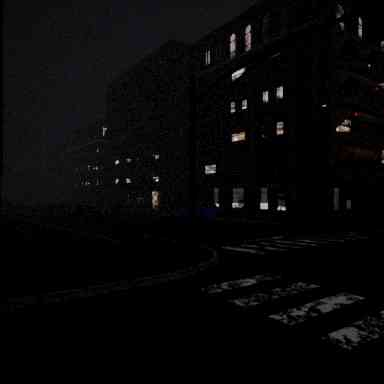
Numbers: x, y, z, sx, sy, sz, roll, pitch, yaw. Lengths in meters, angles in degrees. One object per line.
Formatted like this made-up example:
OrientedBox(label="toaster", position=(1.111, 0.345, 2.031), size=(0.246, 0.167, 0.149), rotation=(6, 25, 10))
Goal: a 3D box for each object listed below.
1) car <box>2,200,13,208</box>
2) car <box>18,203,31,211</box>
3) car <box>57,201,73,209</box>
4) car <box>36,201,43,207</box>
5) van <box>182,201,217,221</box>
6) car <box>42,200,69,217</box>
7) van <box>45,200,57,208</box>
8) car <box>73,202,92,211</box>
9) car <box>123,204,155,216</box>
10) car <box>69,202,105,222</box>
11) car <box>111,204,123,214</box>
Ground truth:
OrientedBox(label="car", position=(-42.577, 2.719, 76.568), size=(2.192, 1.841, 5.009), rotation=(-1, 0, -36))
OrientedBox(label="car", position=(-29.267, 2.551, 58.129), size=(1.752, 1.417, 4.829), rotation=(-1, 0, -36))
OrientedBox(label="car", position=(-25.927, 2.595, 67.707), size=(1.967, 1.590, 4.097), rotation=(-1, 0, -36))
OrientedBox(label="car", position=(-39.131, 3.097, 86.006), size=(1.947, 1.339, 4.313), rotation=(-1, 0, -36))
OrientedBox(label="van", position=(0.622, 1.750, 31.206), size=(1.690, 1.788, 3.998), rotation=(-1, 0, -36))
OrientedBox(label="car", position=(-16.161, 2.094, 39.966), size=(1.967, 1.590, 4.097), rotation=(-1, 0, -36))
OrientedBox(label="van", position=(-32.534, 2.684, 76.858), size=(1.690, 1.788, 3.998), rotation=(-1, 0, -36))
OrientedBox(label="car", position=(-19.422, 2.496, 58.694), size=(1.752, 1.417, 4.829), rotation=(-1, 0, -36))
OrientedBox(label="car", position=(-6.215, 2.122, 40.394), size=(1.752, 1.417, 4.829), rotation=(-1, 0, -36))
OrientedBox(label="car", position=(-9.558, 1.908, 30.816), size=(1.967, 1.590, 4.097), rotation=(-1, 0, -36))
OrientedBox(label="car", position=(-9.417, 2.253, 44.831), size=(1.947, 1.339, 4.313), rotation=(-1, 0, -36))
